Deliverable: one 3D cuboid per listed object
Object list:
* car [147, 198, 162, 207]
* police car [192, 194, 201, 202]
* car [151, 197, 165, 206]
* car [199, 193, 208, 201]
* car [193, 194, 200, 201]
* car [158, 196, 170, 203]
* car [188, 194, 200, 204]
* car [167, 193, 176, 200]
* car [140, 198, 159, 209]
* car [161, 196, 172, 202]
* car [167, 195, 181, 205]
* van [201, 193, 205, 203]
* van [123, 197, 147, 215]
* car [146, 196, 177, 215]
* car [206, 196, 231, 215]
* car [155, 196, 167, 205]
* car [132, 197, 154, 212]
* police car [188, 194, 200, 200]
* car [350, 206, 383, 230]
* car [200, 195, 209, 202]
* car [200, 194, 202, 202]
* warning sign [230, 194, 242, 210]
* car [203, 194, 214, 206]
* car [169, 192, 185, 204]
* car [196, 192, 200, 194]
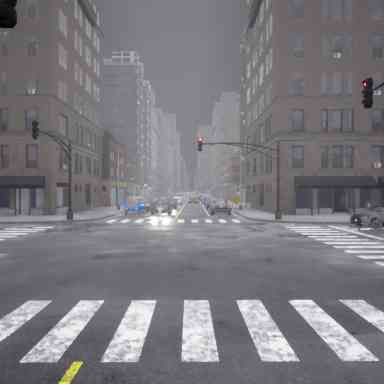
[{"bbox_3d":[-5.678,1.586,50.459,1.802,1.307,4.206,0,0,0],"label":"car"},{"bbox_3d":[1.083,1.422,79.521,1.930,1.638,5.238,0,0,-1],"label":"police car"},{"bbox_3d":[-5.657,1.569,56.127,1.947,1.339,4.313,0,0,0],"label":"car"},{"bbox_3d":[2.972,1.310,84.448,2.192,1.841,5.009,0,0,0],"label":"car"},{"bbox_3d":[1.110,1.449,89.616,1.801,1.575,5.366,0,0,0],"label":"car"},{"bbox_3d":[-5.615,1.567,67.463,1.947,1.339,4.313,0,0,0],"label":"car"},{"bbox_3d":[0.227,1.603,63.024,1.895,1.301,4.718,0,0,0],"label":"car"},{"bbox_3d":[-5.533,1.308,90.136,2.192,1.841,5.009,0,0,0],"label":"car"},{"bbox_3d":[-5.698,1.569,44.790,1.947,1.339,4.313,0,0,0],"label":"car"},{"bbox_3d":[-5.595,1.544,73.131,1.887,1.381,4.507,0,0,0],"label":"car"},{"bbox_3d":[-2.942,1.493,43.838,2.128,1.511,4.902,0,0,0],"label":"car"},{"bbox_3d":[2.868,1.344,56.101,1.690,1.788,3.998,0,0,0],"label":"van"},{"bbox_3d":[-5.740,1.343,33.454,1.690,1.788,3.998,0,0,0],"label":"van"},{"bbox_3d":[-2.984,1.494,33.593,2.128,1.511,4.902,0,0,0],"label":"car"},{"bbox_3d":[2.786,1.442,33.425,1.967,1.590,4.097,0,0,0],"label":"car"},{"bbox_3d":[-5.637,1.528,61.625,1.752,1.417,4.829,0,0,0],"label":"car"},{"bbox_3d":[-5.719,1.443,39.122,1.967,1.590,4.097,0,0,0],"label":"car"},{"bbox_3d":[0.618,1.415,95.445,1.930,1.638,5.238,0,0,-16],"label":"police car"},{"bbox_3d":[12.222,1.576,20.758,4.181,1.385,1.994,0,0,0],"label":"car"},{"bbox_3d":[2.951,1.437,78.779,1.967,1.590,4.097,0,0,0],"label":"car"},{"bbox_3d":[2.890,1.528,61.940,1.752,1.417,4.829,0,0,0],"label":"car"},{"bbox_3d":[5.209,1.118,39.410,1.300,1.860,1.060,0,0,0],"label":"warning sign"},{"bbox_3d":[2.827,1.443,44.763,1.967,1.590,4.097,0,0,0],"label":"car"},{"bbox_3d":[-2.868,1.226,58.384,2.150,2.045,5.566,0,0,0],"label":"car"},{"bbox_3d":[0.263,1.292,72.998,1.882,1.535,5.008,0,0,0],"label":"car"}]
